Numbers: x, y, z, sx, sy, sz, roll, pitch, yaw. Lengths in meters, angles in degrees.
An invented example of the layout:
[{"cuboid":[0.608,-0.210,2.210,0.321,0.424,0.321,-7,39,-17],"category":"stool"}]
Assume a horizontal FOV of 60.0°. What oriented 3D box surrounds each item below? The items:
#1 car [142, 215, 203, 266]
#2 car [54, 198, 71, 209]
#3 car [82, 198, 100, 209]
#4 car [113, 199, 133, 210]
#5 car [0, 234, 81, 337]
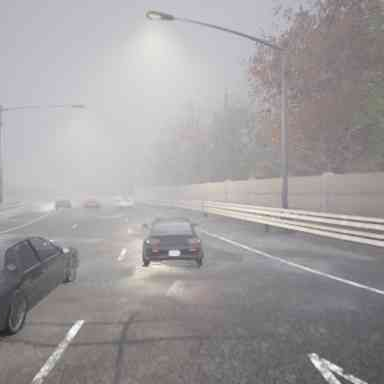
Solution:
[{"cuboid":[-0.733,1.515,11.436,1.812,1.442,4.674,0,0,-6],"category":"car"},{"cuboid":[-17.560,1.501,45.093,2.128,1.511,4.902,0,0,-25],"category":"car"},{"cuboid":[-13.803,1.560,45.265,1.994,1.385,4.181,0,0,-24],"category":"car"},{"cuboid":[-9.135,1.583,43.506,1.895,1.301,4.718,0,0,-23],"category":"car"},{"cuboid":[-3.747,1.553,6.527,2.033,1.411,5.357,0,0,-4],"category":"car"}]
